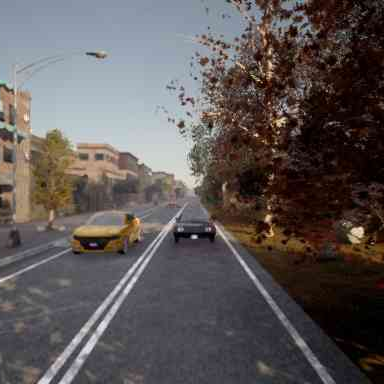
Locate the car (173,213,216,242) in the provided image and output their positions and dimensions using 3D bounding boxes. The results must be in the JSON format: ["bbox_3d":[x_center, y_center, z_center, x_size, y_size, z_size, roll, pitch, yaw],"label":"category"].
[{"bbox_3d":[0.113,1.671,16.660,1.895,1.301,4.718,0,0,0],"label":"car"}]

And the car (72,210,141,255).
[{"bbox_3d":[-3.340,1.528,13.769,1.882,1.535,5.008,0,0,0],"label":"car"}]

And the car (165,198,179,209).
[{"bbox_3d":[-3.195,1.765,54.611,2.097,1.767,4.553,0,0,1],"label":"car"}]
